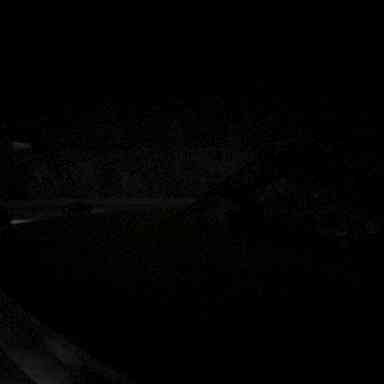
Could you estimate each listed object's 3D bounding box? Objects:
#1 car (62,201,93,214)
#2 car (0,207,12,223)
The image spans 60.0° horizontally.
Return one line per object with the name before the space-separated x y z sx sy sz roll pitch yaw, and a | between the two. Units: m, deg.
car | -13.852 1.811 40.325 1.812 1.442 4.674 0 0 13
car | -14.598 1.680 23.957 1.812 1.442 4.674 0 -1 -11
